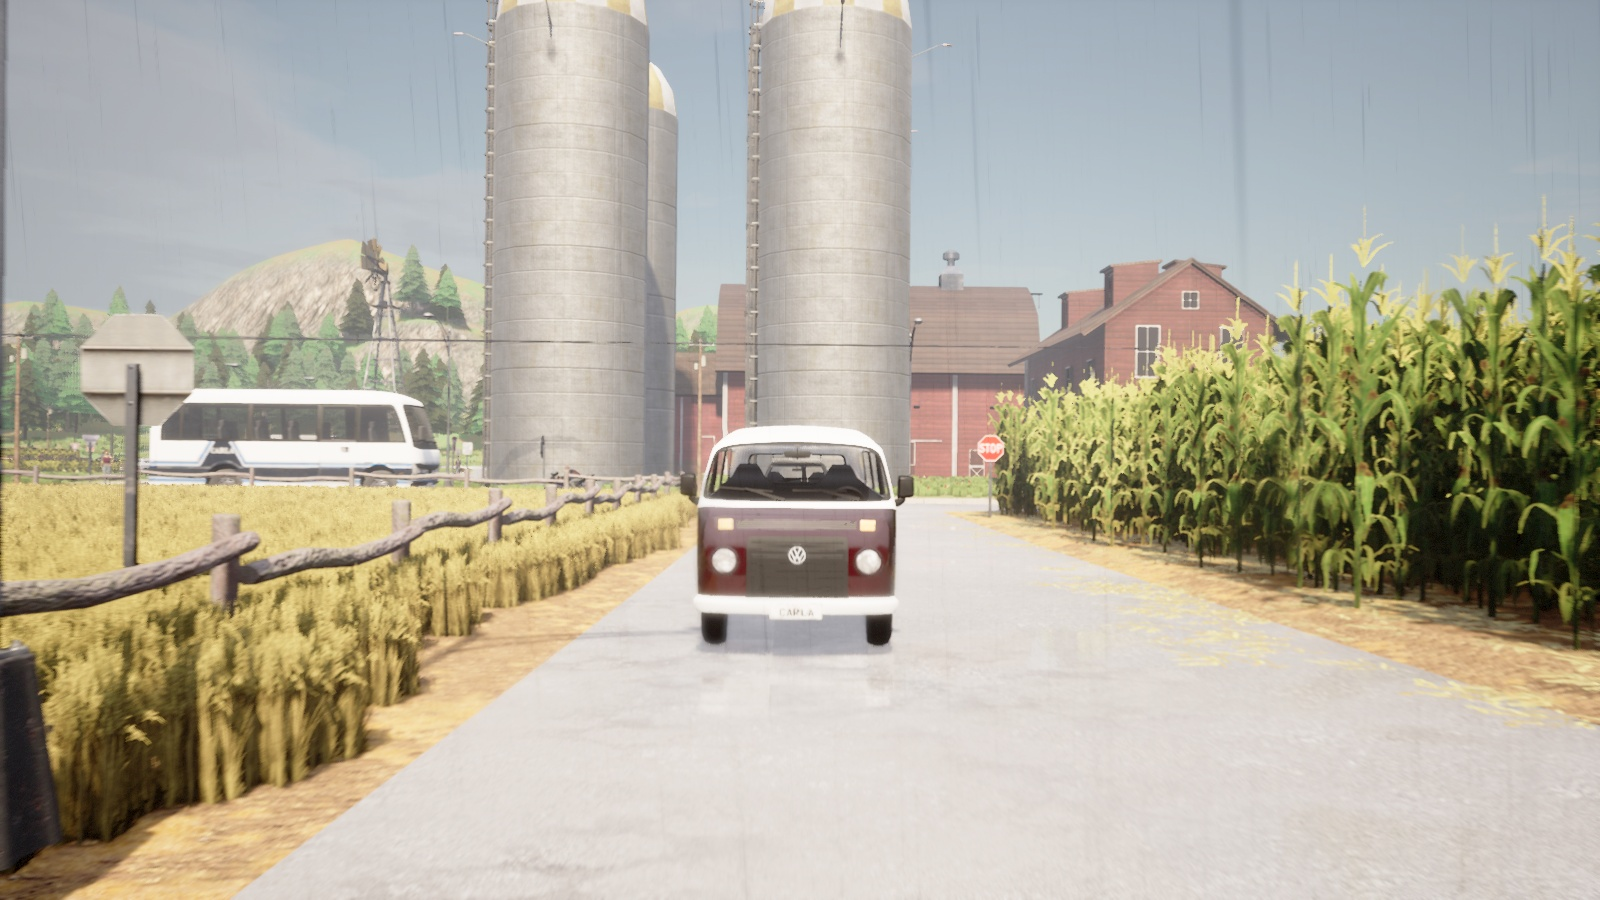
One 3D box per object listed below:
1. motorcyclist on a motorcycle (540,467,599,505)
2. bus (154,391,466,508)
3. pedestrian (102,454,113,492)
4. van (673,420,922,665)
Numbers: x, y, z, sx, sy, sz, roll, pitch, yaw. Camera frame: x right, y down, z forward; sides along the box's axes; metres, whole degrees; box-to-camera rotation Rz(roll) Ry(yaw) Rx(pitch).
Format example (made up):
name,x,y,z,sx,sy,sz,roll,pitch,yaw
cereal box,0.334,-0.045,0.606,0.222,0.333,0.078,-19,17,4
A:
name,x,y,z,sx,sy,sz,roll,pitch,yaw
motorcyclist on a motorcycle,-9.334,1.453,50.967,2.191,1.530,0.866,0,0,5
bus,-18.291,0.001,47.537,10.273,4.253,3.944,0,0,0
pedestrian,-33.714,1.120,61.141,0.345,1.836,0.594,0,0,-18
van,-0.028,0.761,12.724,2.069,2.038,4.480,0,0,0
